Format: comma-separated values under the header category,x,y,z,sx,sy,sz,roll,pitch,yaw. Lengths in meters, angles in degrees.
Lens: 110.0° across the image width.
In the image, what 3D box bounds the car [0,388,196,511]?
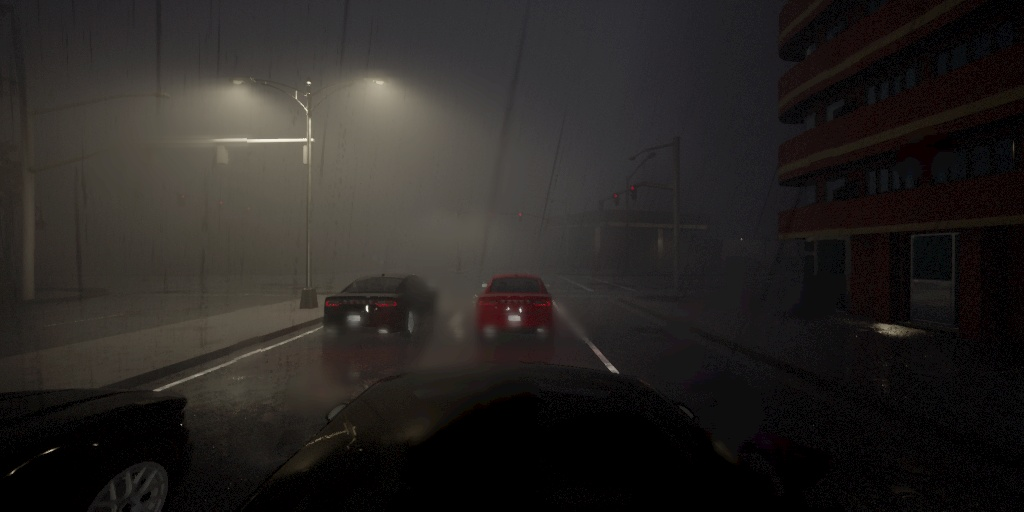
category,x,y,z,sx,sy,sz,roll,pitch,yaw
car,-3.408,1.228,0.716,1.882,1.535,5.008,0,0,0

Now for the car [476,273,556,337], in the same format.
category,x,y,z,sx,sy,sz,roll,pitch,yaw
car,0.108,1.228,10.305,1.882,1.535,5.008,0,0,1

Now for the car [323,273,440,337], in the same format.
category,x,y,z,sx,sy,sz,roll,pitch,yaw
car,-3.397,1.228,10.290,1.882,1.535,5.008,0,0,0
